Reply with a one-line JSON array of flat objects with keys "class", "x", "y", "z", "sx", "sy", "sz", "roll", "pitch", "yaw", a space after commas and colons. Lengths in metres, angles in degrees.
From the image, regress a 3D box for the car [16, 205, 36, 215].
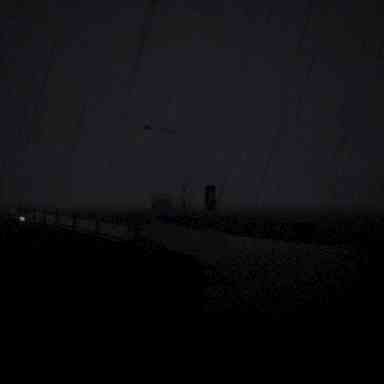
[{"class": "car", "x": -23.462, "y": 2.452, "z": 46.979, "sx": 1.895, "sy": 1.301, "sz": 4.718, "roll": 0, "pitch": -1, "yaw": -37}]
